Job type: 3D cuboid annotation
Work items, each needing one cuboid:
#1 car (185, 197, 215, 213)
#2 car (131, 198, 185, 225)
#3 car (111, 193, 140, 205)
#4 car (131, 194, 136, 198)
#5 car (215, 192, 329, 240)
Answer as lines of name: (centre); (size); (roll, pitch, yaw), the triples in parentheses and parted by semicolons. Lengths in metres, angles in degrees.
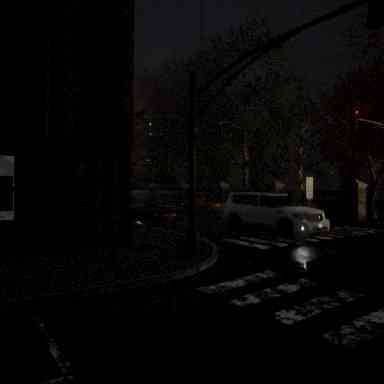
car: (0.859, 1.130, 30.558); (1.752, 1.417, 4.829); (1, 0, -36)
car: (-2.563, 1.257, 21.018); (1.802, 1.307, 4.206); (2, 0, -36)
car: (-8.815, 0.864, 43.852); (2.008, 1.369, 4.403); (1, 0, -36)
car: (-6.391, 1.031, 30.664); (1.812, 1.442, 4.674); (0, 1, -36)
car: (3.903, 1.038, 16.518); (2.150, 2.045, 5.566); (0, 1, -36)
